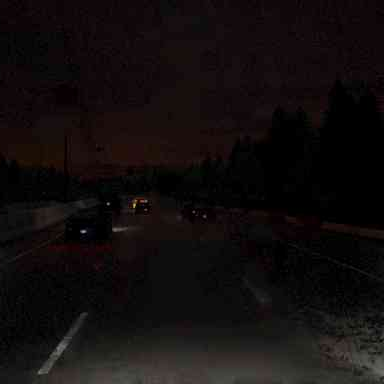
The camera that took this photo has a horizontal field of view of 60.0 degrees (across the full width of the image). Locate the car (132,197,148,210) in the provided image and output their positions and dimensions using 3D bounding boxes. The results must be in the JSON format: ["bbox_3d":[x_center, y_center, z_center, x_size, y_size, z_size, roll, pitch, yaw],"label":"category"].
[{"bbox_3d":[-6.885,1.477,43.980,1.882,1.535,5.008,0,0,-11],"label":"car"}]

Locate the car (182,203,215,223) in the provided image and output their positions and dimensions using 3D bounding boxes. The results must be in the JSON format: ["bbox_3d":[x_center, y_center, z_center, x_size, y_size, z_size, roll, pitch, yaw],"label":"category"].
[{"bbox_3d":[0.431,1.526,25.317,1.812,1.442,4.674,0,0,-11],"label":"car"}]

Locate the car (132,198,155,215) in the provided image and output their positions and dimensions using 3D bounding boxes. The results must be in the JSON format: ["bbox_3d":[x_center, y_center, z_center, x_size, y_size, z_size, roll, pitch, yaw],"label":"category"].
[{"bbox_3d":[-4.901,1.491,34.176,2.128,1.511,4.902,0,0,-11],"label":"car"}]

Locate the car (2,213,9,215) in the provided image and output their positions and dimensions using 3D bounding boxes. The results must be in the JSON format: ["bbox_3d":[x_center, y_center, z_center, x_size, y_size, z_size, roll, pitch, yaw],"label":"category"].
[{"bbox_3d":[-13.046,1.601,20.561,1.895,1.301,4.718,0,0,-11],"label":"car"}]

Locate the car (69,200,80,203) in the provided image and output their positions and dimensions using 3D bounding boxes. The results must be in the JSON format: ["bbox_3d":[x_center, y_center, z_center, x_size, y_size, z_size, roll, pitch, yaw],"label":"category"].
[{"bbox_3d":[-20.979,1.547,59.823,2.033,1.411,5.357,0,0,-11],"label":"car"}]

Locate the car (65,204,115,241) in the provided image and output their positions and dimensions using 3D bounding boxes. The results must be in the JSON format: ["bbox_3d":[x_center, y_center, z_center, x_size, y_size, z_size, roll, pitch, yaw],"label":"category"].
[{"bbox_3d":[-5.089,1.526,16.688,1.812,1.442,4.674,0,0,-9],"label":"car"}]

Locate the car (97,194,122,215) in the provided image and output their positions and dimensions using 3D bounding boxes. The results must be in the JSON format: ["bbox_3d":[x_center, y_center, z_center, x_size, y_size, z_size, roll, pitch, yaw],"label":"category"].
[{"bbox_3d":[-8.400,1.222,33.877,2.150,2.045,5.566,0,0,-11],"label":"car"}]
